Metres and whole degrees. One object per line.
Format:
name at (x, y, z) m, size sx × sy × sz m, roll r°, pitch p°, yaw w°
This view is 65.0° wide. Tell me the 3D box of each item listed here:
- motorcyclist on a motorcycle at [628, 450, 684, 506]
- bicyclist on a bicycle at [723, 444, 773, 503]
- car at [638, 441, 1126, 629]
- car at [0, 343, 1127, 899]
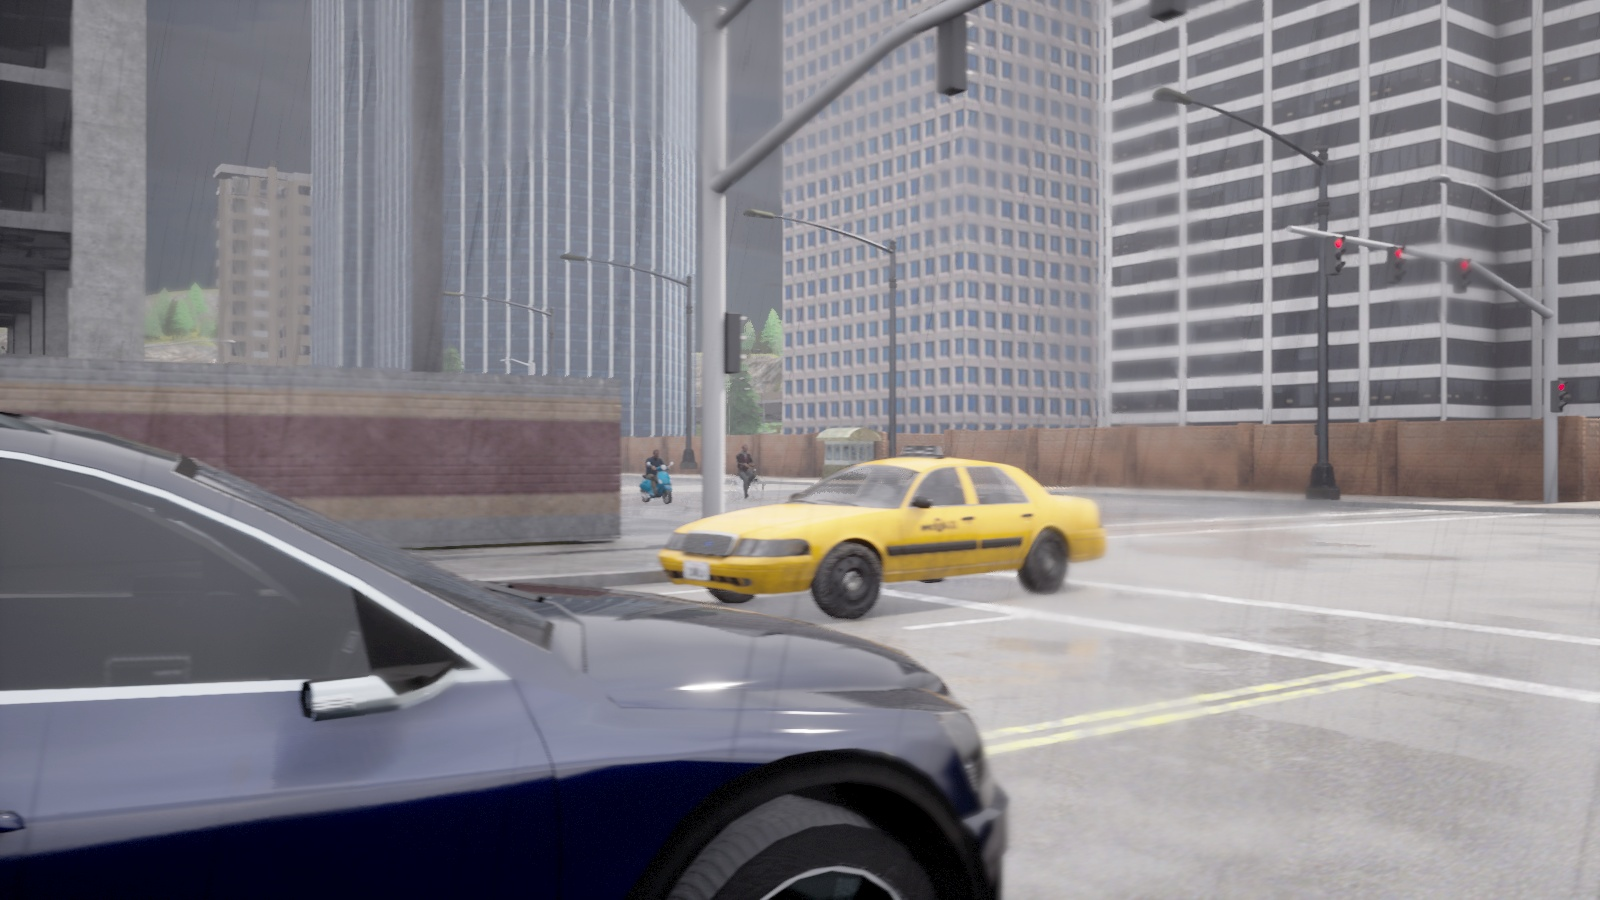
motorcyclist on a motorcycle at (-4.191, 0.796, 36.394) m, size 0.866 × 1.590 × 1.817 m, roll 0°, pitch 0°, yaw -35°
bicyclist on a bicycle at (-1.620, 0.714, 38.832) m, size 0.659 × 1.776 × 1.843 m, roll 0°, pitch 0°, yaw -35°
car at (1.066, 0.713, 12.945) m, size 5.366 × 1.575 × 1.801 m, roll 0°, pitch 0°, yaw -42°
car at (-1.804, 0.685, 2.403) m, size 4.856 × 1.649 × 2.033 m, roll 0°, pitch 0°, yaw -35°
